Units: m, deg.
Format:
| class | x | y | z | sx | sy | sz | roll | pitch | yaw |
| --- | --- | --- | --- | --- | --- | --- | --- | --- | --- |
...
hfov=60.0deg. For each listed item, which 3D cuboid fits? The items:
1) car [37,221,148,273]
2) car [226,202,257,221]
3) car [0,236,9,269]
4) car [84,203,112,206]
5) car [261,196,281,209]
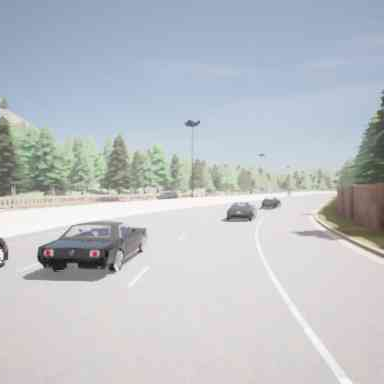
| class | x | y | z | sx | sy | sz | roll | pitch | yaw |
| --- | --- | --- | --- | --- | --- | --- | --- | --- | --- |
| car | -2.781 | 1.565 | 10.583 | 1.895 | 1.301 | 4.718 | 0 | 0 | 6 |
| car | 3.970 | 1.449 | 26.176 | 1.994 | 1.385 | 4.181 | 0 | 0 | 16 |
| car | -6.483 | 1.488 | 7.983 | 1.837 | 1.490 | 4.892 | 0 | 0 | 4 |
| car | -8.756 | 1.241 | 32.941 | 2.097 | 1.767 | 4.553 | 0 | 0 | 18 |
| car | 9.983 | 1.298 | 41.775 | 2.128 | 1.511 | 4.902 | 0 | 0 | 24 |
